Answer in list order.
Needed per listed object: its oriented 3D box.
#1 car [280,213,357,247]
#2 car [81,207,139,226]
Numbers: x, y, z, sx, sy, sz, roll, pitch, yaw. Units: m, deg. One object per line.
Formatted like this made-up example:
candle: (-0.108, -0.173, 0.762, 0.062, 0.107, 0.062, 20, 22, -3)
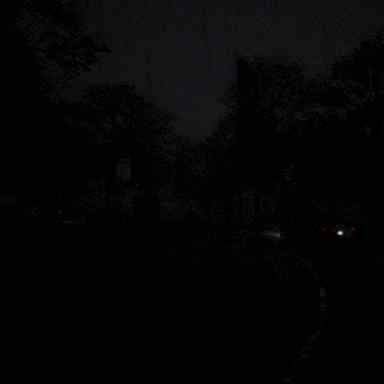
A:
car: (5.864, 1.709, 15.944, 1.994, 1.385, 4.181, 0, 0, -10)
car: (-7.071, 2.032, 28.610, 5.008, 1.535, 1.882, 0, -2, 13)
